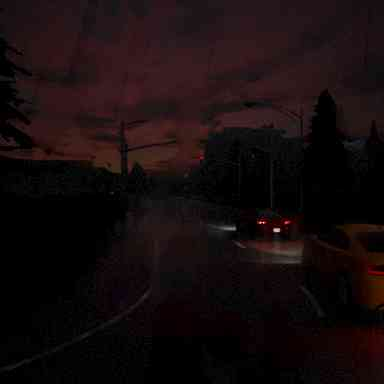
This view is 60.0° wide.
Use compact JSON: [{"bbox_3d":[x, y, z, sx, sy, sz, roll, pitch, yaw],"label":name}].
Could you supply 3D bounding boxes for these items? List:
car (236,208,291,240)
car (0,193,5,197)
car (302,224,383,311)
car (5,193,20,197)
[{"bbox_3d":[3.552,1.526,17.079,1.812,1.442,4.674,0,0,-5],"label":"car"},{"bbox_3d":[-41.194,1.077,72.277,1.905,1.878,3.866,0,0,-5],"label":"car"},{"bbox_3d":[4.003,1.478,7.765,1.882,1.535,5.008,0,0,6],"label":"car"},{"bbox_3d":[-38.337,1.097,72.949,1.932,1.855,4.605,0,0,-5],"label":"car"}]
